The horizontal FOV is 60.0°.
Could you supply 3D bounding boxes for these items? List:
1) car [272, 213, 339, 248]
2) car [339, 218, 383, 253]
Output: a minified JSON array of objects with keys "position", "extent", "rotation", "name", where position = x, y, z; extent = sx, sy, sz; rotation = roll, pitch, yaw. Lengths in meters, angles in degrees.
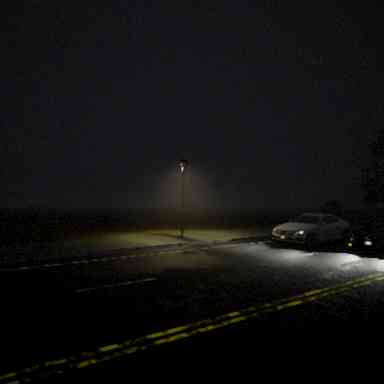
[{"position":[5.865,1.738,16.016],"extent":[4.674,1.442,1.812],"rotation":[1,-1,-36],"name":"car"},{"position":[8.267,1.783,13.753],"extent":[4.181,1.385,1.994],"rotation":[1,-1,-36],"name":"car"}]
